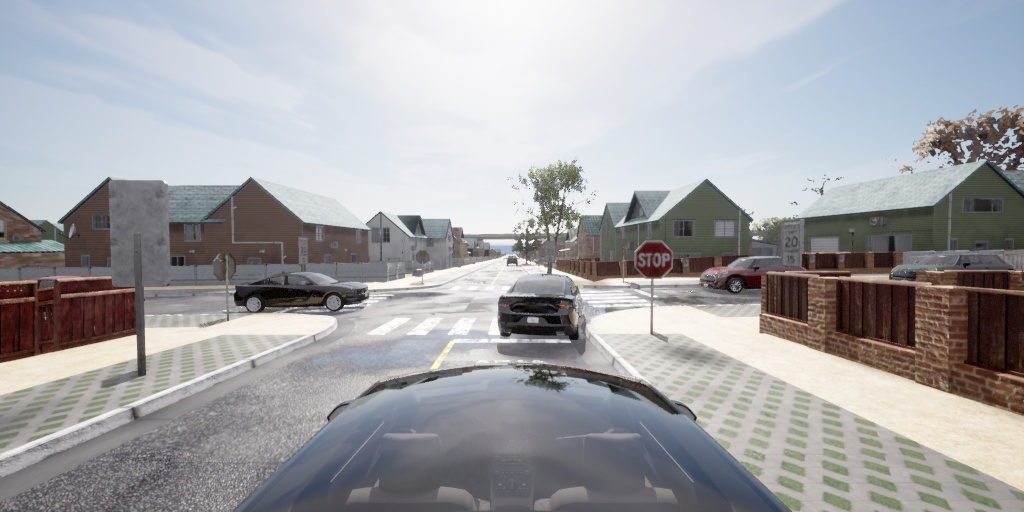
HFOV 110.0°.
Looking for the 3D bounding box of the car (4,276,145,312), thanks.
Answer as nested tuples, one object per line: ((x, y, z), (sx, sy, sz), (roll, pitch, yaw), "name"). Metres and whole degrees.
((-18.014, 1.547, 14.590), (5.008, 1.535, 1.882), (-1, 2, 0), "car")

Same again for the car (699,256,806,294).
((11.816, 0.821, 17.717), (4.553, 1.767, 2.097), (-1, 2, 0), "car")

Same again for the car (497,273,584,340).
((0.962, 1.225, 10.114), (1.882, 1.535, 5.008), (0, 0, 12), "car")

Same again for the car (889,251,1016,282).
((21.711, 0.646, 17.783), (4.553, 1.767, 2.097), (-1, 2, 0), "car")

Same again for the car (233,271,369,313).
((-8.461, 1.377, 14.646), (5.008, 1.535, 1.882), (-1, 2, 0), "car")
